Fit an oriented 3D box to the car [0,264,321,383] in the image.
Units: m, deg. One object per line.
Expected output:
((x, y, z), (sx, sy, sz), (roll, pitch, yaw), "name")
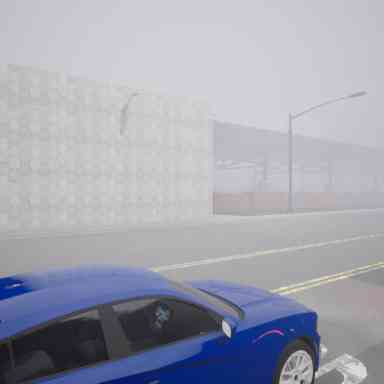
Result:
((-0.776, 1.478, 3.196), (5.008, 1.535, 1.882), (0, 0, -36), "car")
